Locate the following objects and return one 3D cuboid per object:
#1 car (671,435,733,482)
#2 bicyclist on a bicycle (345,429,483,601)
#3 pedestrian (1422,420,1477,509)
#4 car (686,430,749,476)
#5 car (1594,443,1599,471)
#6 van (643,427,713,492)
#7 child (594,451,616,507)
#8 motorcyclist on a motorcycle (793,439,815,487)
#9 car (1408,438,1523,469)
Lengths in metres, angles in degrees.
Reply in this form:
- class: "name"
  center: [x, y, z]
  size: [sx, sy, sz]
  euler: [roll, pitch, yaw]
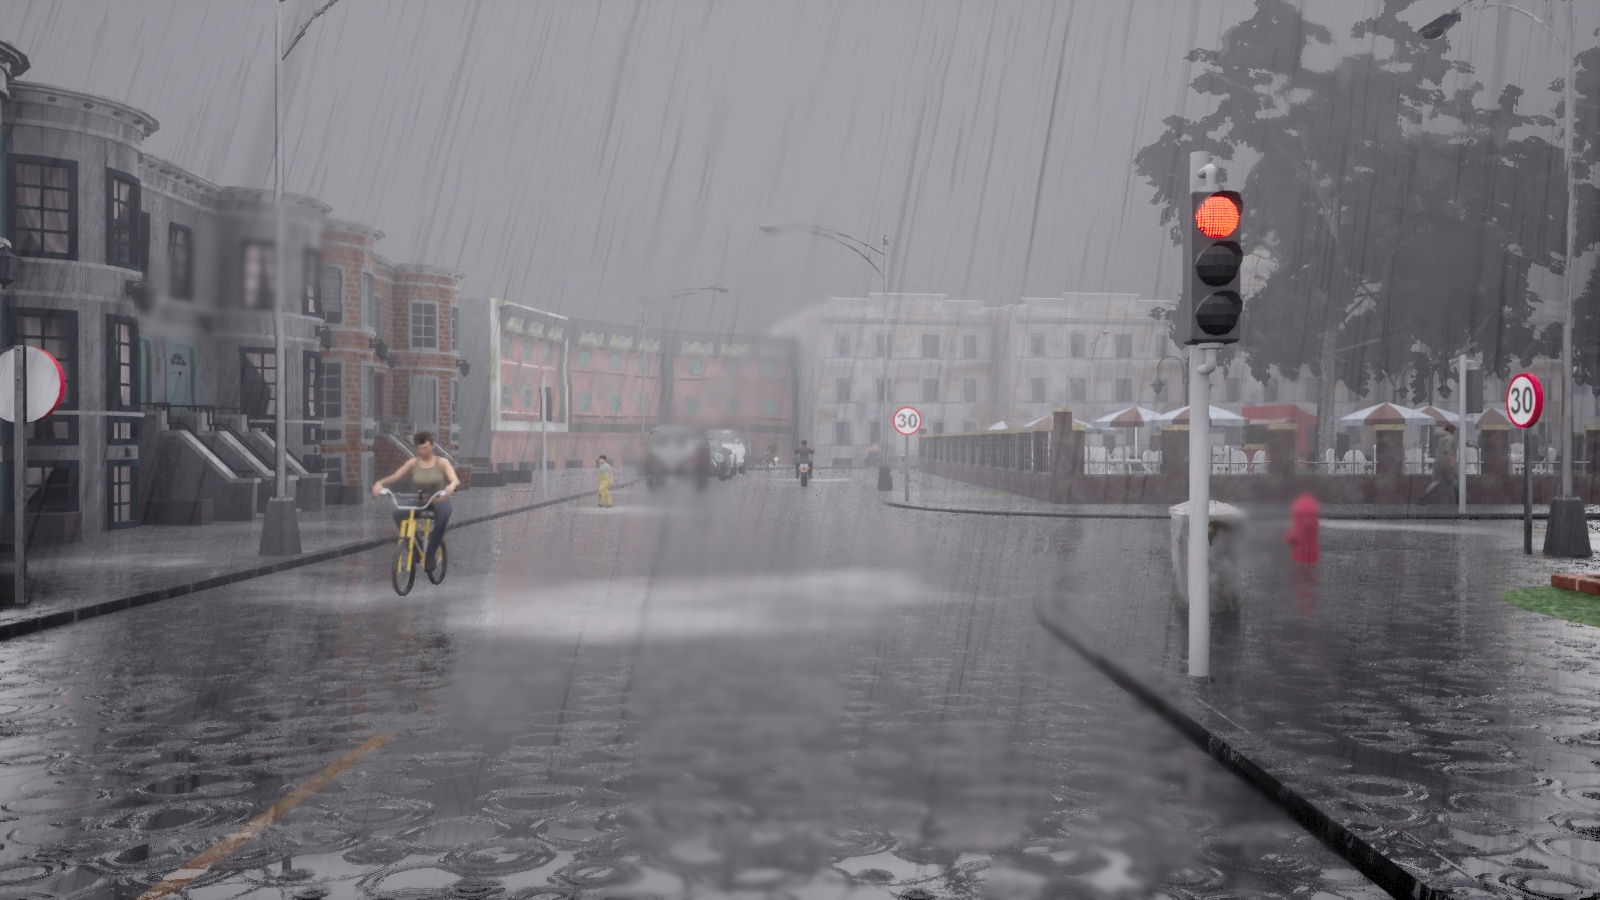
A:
- class: "car"
  center: [-3.842, 0.321, 49.766]
  size: [2.097, 1.767, 4.553]
  euler: [0, 0, 0]
- class: "bicyclist on a bicycle"
  center: [-3.840, 0.609, 12.622]
  size: [0.866, 1.612, 1.509]
  euler: [1, 0, 3]
- class: "pedestrian"
  center: [14.286, 0.312, 27.630]
  size: [0.873, 1.952, 0.659]
  euler: [0, 0, 2]
- class: "car"
  center: [-3.837, 0.127, 59.414]
  size: [2.150, 2.045, 5.566]
  euler: [0, 0, 5]
- class: "car"
  center: [45.081, 0.380, 67.495]
  size: [3.705, 1.549, 1.789]
  euler: [0, 0, 0]
- class: "van"
  center: [-3.858, 0.268, 40.402]
  size: [1.775, 1.987, 4.442]
  euler: [0, 0, 0]
- class: "child"
  center: [-4.462, 0.651, 28.742]
  size: [0.437, 1.263, 0.270]
  euler: [0, 0, -38]
- class: "motorcyclist on a motorcycle"
  center: [0.147, 0.448, 44.158]
  size: [0.766, 1.649, 2.350]
  euler: [0, 0, 0]
- class: "car"
  center: [35.729, 0.173, 67.509]
  size: [5.027, 1.651, 2.152]
  euler: [0, 0, 0]
